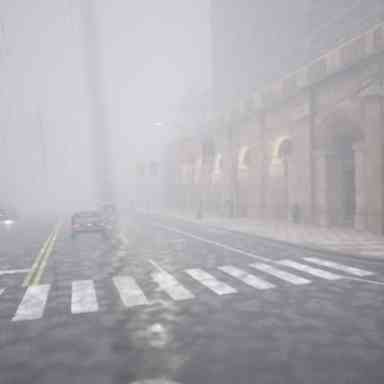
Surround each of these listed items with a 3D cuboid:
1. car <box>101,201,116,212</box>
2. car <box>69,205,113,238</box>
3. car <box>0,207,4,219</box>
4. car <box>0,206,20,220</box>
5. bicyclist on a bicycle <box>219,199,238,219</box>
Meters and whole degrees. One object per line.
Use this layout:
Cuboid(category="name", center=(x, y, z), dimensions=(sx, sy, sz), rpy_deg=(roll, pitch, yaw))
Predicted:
Cuboid(category="car", center=(-11.392, 1.936, 44.999), dimensions=(1.812, 1.442, 4.674), rpy_deg=(-1, 0, -19))
Cuboid(category="car", center=(-6.027, 1.746, 19.186), dimensions=(2.033, 1.411, 5.357), rpy_deg=(-1, 0, -20))
Cuboid(category="car", center=(-15.436, 2.010, 24.142), dimensions=(1.895, 1.301, 4.718), rpy_deg=(-1, 0, -19))
Cuboid(category="car", center=(-18.699, 2.077, 33.516), dimensions=(1.994, 1.385, 4.181), rpy_deg=(-1, 0, -19))
Cuboid(category="bicyclist on a bicycle", center=(2.890, 1.347, 26.203), dimensions=(1.656, 1.620, 0.582), rpy_deg=(-1, 0, -20))
